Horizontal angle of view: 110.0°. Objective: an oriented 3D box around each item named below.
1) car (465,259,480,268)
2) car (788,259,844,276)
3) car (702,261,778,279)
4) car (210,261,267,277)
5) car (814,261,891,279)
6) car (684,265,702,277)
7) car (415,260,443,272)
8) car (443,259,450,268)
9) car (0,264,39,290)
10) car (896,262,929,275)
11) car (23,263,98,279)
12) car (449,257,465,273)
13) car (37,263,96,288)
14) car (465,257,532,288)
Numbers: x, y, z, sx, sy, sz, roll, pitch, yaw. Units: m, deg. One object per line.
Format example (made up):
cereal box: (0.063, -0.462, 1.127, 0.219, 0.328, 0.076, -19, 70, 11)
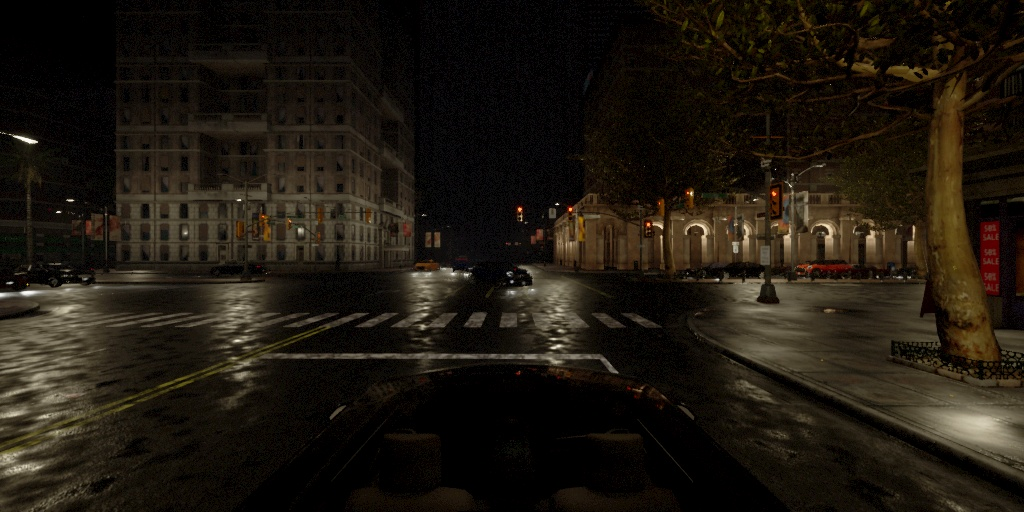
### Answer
car: (-6.906, 1.297, 62.926, 2.033, 1.411, 5.357, 0, 0, 1)
car: (29.938, 1.102, 34.577, 4.553, 1.767, 2.097, 0, 0, 0)
car: (19.704, 1.228, 31.165, 5.008, 1.535, 1.882, 0, 0, 0)
car: (-26.683, 1.241, 35.039, 4.902, 1.511, 2.128, 0, 0, 0)
car: (29.581, 1.351, 31.082, 4.718, 1.301, 1.895, 0, 0, 1)
car: (19.649, 1.297, 34.666, 5.357, 1.411, 2.033, 0, 0, 1)
car: (-10.760, 1.227, 45.609, 1.882, 1.535, 5.008, 0, 0, 6)
car: (-10.420, 1.275, 60.584, 1.812, 1.442, 4.674, 0, 0, 1)
car: (-29.795, 1.314, 19.887, 4.181, 1.385, 1.994, 0, 0, 1)
car: (40.498, 1.297, 34.480, 5.357, 1.411, 2.033, 0, 0, 1)
car: (-39.784, 1.314, 31.663, 4.181, 1.385, 1.994, 0, 0, 0)
car: (-6.440, 1.227, 44.814, 1.882, 1.535, 5.008, 0, 0, -7)
car: (-30.235, 1.242, 23.398, 4.902, 1.511, 2.128, 0, 0, 1)
car: (-0.777, 1.102, 23.711, 2.097, 1.767, 4.553, 0, 0, -42)
